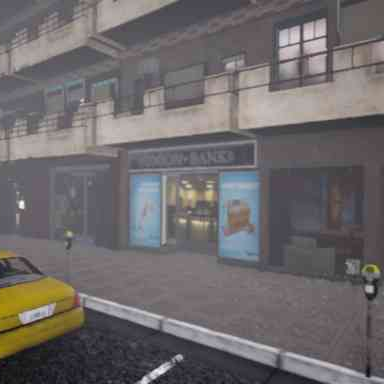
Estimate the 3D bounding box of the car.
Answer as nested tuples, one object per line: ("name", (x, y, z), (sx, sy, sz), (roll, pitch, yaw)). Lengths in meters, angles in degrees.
("car", (-3.857, 1.535, 5.616), (4.829, 1.417, 1.752), (0, 1, 36))
